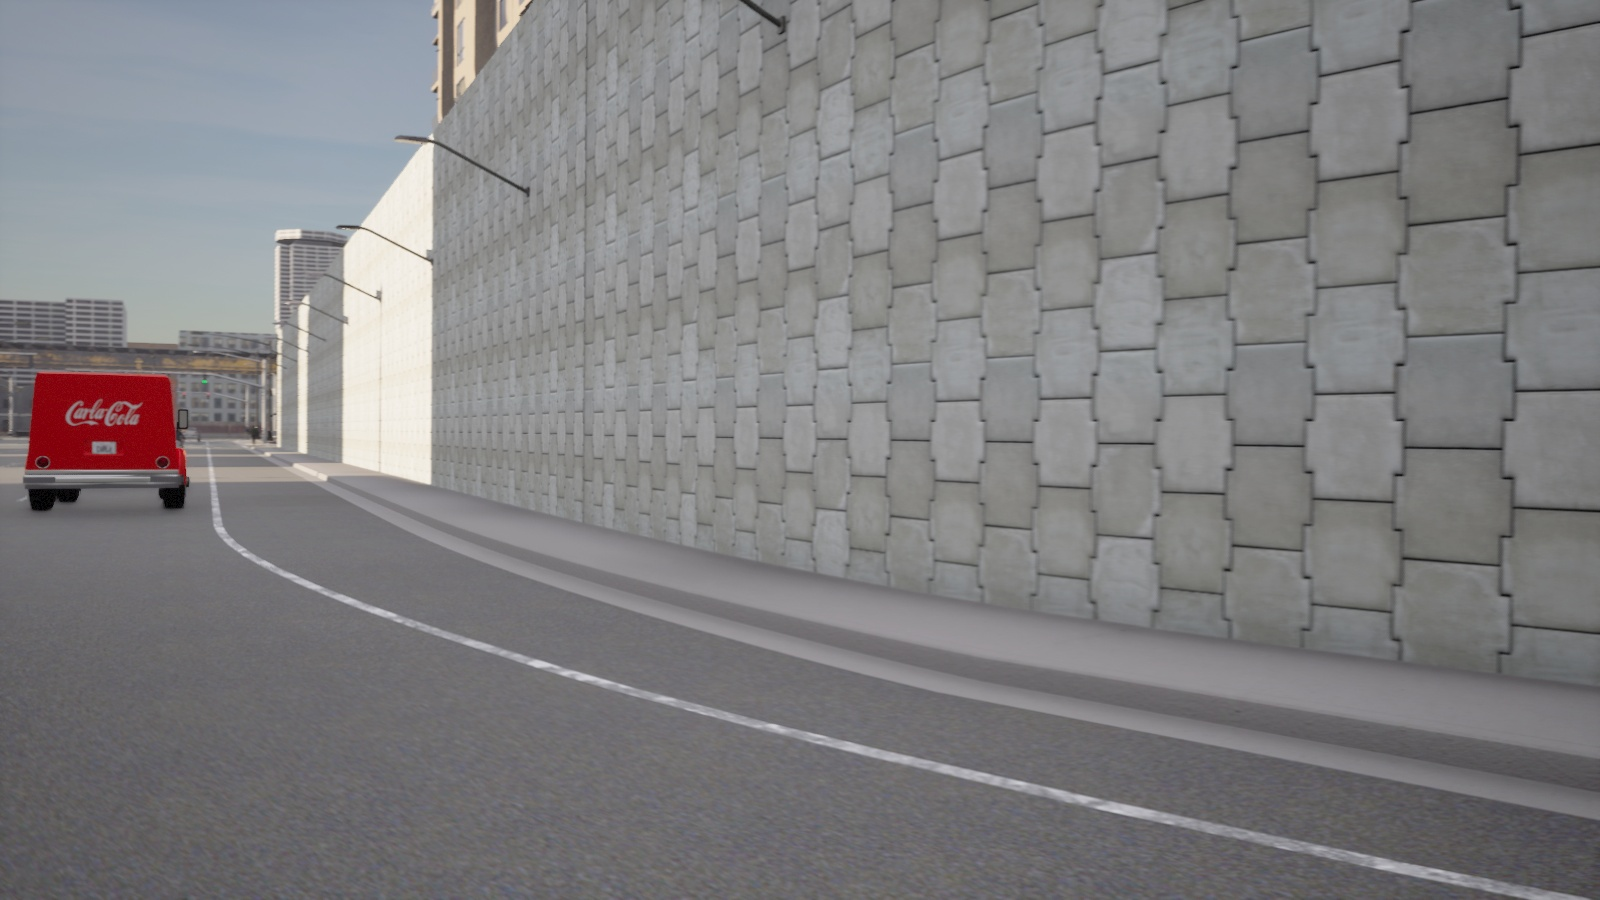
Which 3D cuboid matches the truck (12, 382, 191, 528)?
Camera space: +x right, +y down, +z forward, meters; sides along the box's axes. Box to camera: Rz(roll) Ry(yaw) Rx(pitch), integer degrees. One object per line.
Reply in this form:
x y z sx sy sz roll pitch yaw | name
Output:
-13.194 0.055 24.092 2.627 2.467 5.204 -1 1 -25 | truck
